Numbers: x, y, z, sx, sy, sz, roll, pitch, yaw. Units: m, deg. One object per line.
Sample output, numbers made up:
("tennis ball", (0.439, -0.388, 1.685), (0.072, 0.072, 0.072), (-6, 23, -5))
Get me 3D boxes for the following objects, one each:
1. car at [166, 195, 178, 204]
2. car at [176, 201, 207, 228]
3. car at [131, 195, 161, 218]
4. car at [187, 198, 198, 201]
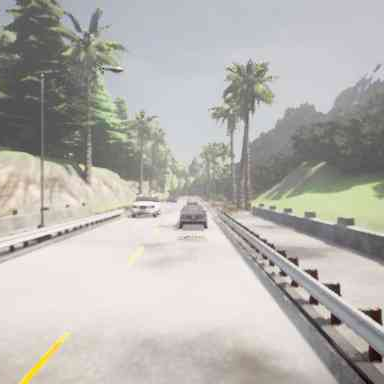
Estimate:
("car", (-4.020, 1.405, 67.129), (2.097, 1.767, 4.553), (0, 0, 0))
("car", (0.077, 1.571, 22.546), (2.033, 1.411, 5.357), (0, 0, 0))
("car", (-4.082, 1.256, 30.430), (2.150, 2.045, 5.566), (0, 0, 0))
("car", (0.075, 1.658, 55.641), (1.895, 1.301, 4.718), (0, 0, 0))
